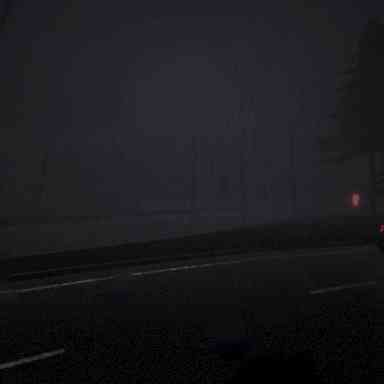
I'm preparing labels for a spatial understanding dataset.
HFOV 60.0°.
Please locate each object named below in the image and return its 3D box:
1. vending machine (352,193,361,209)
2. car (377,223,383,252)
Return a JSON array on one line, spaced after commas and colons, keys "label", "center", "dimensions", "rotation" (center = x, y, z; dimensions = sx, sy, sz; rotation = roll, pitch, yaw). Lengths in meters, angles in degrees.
[{"label": "vending machine", "center": [22.230, 1.194, 44.915], "dimensions": [0.880, 2.100, 1.100], "rotation": [0, 0, 16]}, {"label": "car", "center": [8.971, 1.366, 11.867], "dimensions": [4.553, 1.767, 2.097], "rotation": [0, 0, -21]}]
